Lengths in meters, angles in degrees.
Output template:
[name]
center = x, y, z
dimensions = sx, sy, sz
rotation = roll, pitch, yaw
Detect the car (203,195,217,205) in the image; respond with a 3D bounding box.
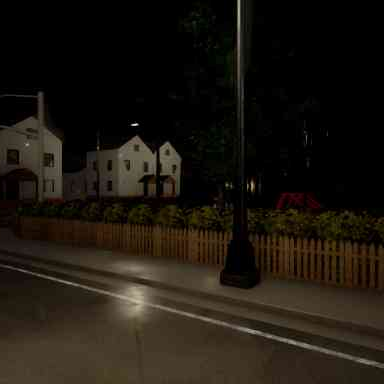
[car]
center = 2.544, 1.351, 55.997
dimensions = 2.097, 1.767, 4.553
rotation = 0, 0, 35
